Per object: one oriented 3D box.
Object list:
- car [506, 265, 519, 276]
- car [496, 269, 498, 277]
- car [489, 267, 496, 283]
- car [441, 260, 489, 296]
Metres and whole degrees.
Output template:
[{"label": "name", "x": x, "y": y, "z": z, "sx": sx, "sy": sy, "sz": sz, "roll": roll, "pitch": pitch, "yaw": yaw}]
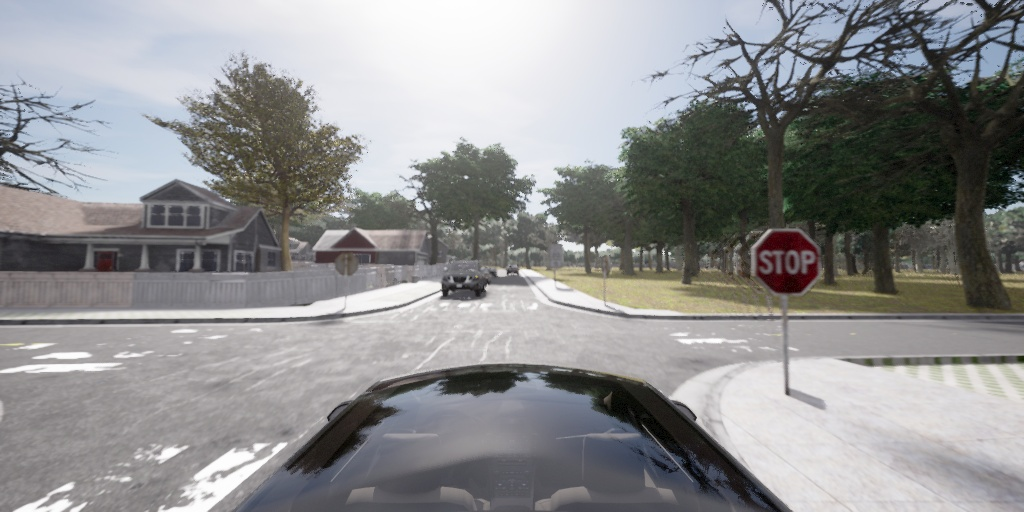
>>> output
[{"label": "car", "x": 0.099, "y": 2.102, "z": 53.179, "sx": 1.837, "sy": 1.490, "sz": 4.892, "roll": 0, "pitch": -1, "yaw": 0}, {"label": "car", "x": -2.800, "y": 2.047, "z": 44.981, "sx": 1.895, "sy": 1.301, "sz": 4.718, "roll": 0, "pitch": -1, "yaw": 0}, {"label": "car", "x": -2.820, "y": 1.771, "z": 32.470, "sx": 2.033, "sy": 1.411, "sz": 5.357, "roll": 0, "pitch": -1, "yaw": 1}, {"label": "car", "x": -2.820, "y": 1.268, "z": 21.856, "sx": 2.150, "sy": 2.045, "sz": 5.566, "roll": 0, "pitch": -1, "yaw": 0}]
